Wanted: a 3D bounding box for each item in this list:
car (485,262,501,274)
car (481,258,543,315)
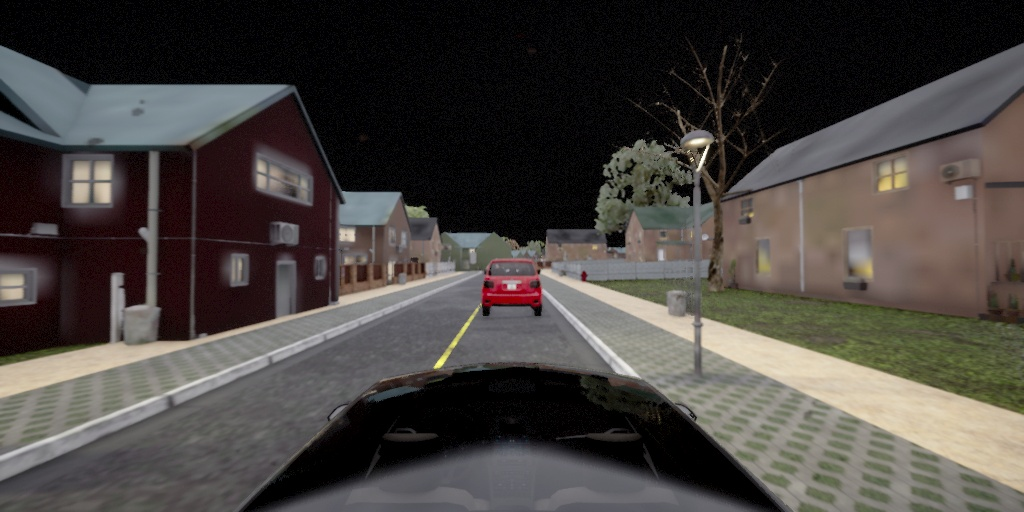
[{"bbox_3d":[-2.761,1.723,52.845,2.097,1.767,4.553,0,-1,0],"label":"car"},{"bbox_3d":[0.013,1.118,14.448,2.150,2.045,5.566,0,0,0],"label":"car"}]
